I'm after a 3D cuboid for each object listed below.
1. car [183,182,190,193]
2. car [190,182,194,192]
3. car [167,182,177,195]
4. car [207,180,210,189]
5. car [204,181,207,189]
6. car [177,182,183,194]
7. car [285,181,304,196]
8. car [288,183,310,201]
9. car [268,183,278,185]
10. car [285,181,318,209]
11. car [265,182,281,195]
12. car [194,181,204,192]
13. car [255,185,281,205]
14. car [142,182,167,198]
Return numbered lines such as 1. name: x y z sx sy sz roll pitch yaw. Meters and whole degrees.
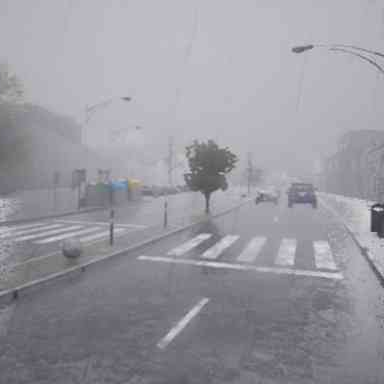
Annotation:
1. car: -3.142 -0.498 46.194 5.008 1.535 2.097 0 3 -5
2. car: -2.464 -0.745 49.052 4.553 1.767 2.185 0 2 -6
3. car: -4.651 -0.252 40.487 4.892 1.521 2.231 0 3 -4
4. car: 0.169 -1.099 60.577 4.892 1.521 2.231 0 3 -8
5. car: -0.441 -0.980 57.684 4.892 1.521 2.231 0 3 -7
6. car: -3.891 -0.335 43.345 4.674 1.452 2.002 0 2 -5
7. car: 14.700 -0.581 47.936 2.150 2.045 5.566 1 3 13
8. car: 12.171 -0.059 38.074 2.097 1.767 4.553 1 3 14
9. car: 9.641 -0.064 40.229 1.882 1.535 5.008 1 3 15
10. car: 9.219 0.232 27.789 2.150 2.045 5.566 2 3 18
11. car: 11.882 -0.547 49.072 2.097 1.767 4.553 2 2 13
12. car: -1.076 -0.860 54.800 4.892 1.521 2.231 0 3 -7
13. car: 6.904 0.386 30.511 1.812 1.442 4.674 1 3 17
14. car: -5.485 -0.099 37.644 4.792 1.488 2.163 0 3 -4
